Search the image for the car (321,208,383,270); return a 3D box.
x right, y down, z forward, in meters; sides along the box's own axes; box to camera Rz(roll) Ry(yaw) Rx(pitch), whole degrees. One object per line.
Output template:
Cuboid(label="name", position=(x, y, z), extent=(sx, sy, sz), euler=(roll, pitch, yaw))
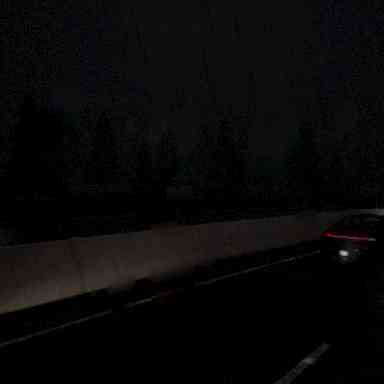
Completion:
Cuboid(label="car", position=(6.034, 1.485, 10.915), extent=(4.902, 1.511, 2.128), euler=(0, 0, -42))
